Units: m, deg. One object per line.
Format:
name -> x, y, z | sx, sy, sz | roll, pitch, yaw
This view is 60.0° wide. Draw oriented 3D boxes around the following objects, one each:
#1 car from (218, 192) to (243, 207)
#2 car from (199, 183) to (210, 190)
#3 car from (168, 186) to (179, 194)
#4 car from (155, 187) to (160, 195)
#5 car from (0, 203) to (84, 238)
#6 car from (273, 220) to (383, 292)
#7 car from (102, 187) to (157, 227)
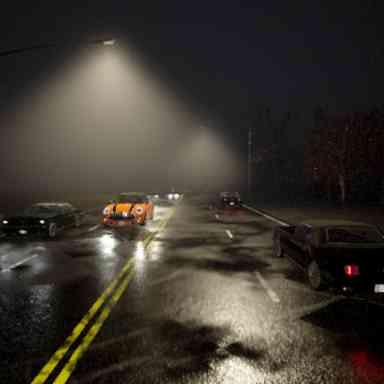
car -> 3.404, 0.616, 30.525 | 1.895, 1.301, 4.718 | 1, 2, 0
car -> 3.343, -1.322, 81.295 | 2.097, 1.767, 4.553 | 0, 1, 0
car -> -3.235, -0.378, 58.872 | 2.128, 1.511, 4.902 | 0, 2, 1
car -> -6.496, -0.219, 56.604 | 1.994, 1.385, 4.181 | 0, 2, 0
car -> -6.596, 1.183, 15.188 | 1.895, 1.301, 4.718 | 0, 2, 0
car -> 3.369, 1.334, 8.048 | 1.895, 1.301, 4.718 | 1, 2, 0
car -> -3.337, 0.833, 18.008 | 2.097, 1.767, 4.553 | 0, 2, 0
